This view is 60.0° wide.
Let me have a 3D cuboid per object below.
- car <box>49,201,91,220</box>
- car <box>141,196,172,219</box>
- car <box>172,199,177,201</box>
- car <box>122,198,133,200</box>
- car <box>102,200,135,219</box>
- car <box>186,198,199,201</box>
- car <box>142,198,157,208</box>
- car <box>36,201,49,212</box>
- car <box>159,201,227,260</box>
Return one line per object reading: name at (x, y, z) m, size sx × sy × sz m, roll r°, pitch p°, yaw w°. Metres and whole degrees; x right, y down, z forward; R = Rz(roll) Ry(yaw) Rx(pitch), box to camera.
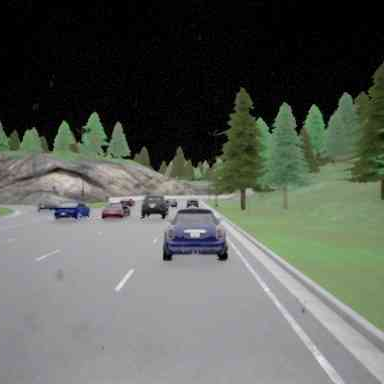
car at (-10.396, 1.605, 29.290) m, size 1.882 × 1.535 × 5.008 m, roll 0°, pitch 0°, yaw 0°
car at (-3.396, 1.356, 31.192) m, size 2.150 × 2.045 × 5.566 m, roll 0°, pitch 0°, yaw 0°
car at (-3.393, 1.800, 54.734) m, size 1.994 × 1.385 × 4.181 m, roll 0°, pitch 0°, yaw 0°
car at (-10.393, 1.710, 53.706) m, size 1.882 × 1.535 × 5.008 m, roll 0°, pitch 0°, yaw 0°
car at (-6.896, 1.697, 30.642) m, size 1.994 × 1.385 × 4.181 m, roll 0°, pitch 0°, yaw 0°
car at (0.108, 1.735, 53.446) m, size 1.837 × 1.490 × 4.892 m, roll 0°, pitch 0°, yaw 0°
car at (-6.893, 1.741, 54.553) m, size 1.837 × 1.490 × 4.892 m, roll 0°, pitch 0°, yaw 0°
car at (-18.480, 1.783, 41.945) m, size 1.895 × 1.301 × 4.718 m, roll 0°, pitch 0°, yaw -30°
car at (0.101, 1.407, 12.783) m, size 2.097 × 1.767 × 4.553 m, roll 0°, pitch 0°, yaw 0°
